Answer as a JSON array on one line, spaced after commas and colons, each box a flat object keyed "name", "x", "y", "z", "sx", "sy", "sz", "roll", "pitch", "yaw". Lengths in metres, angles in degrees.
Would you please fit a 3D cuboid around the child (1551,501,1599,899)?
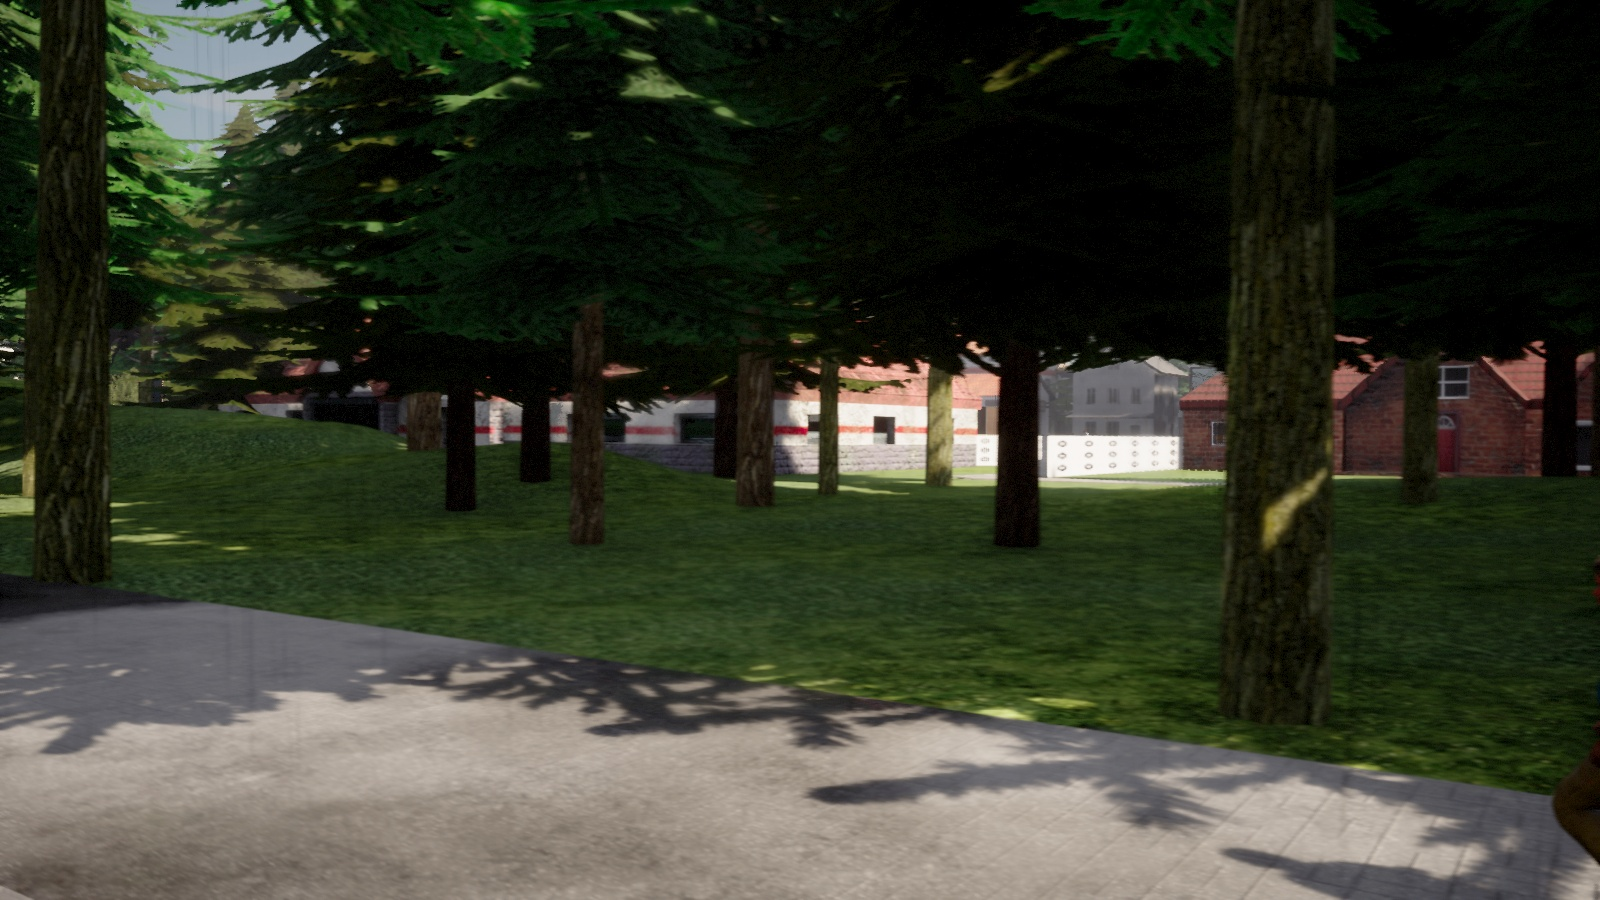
[{"name": "child", "x": 2.397, "y": 0.752, "z": 3.475, "sx": 0.343, "sy": 1.192, "sz": 0.448, "roll": -1, "pitch": 1, "yaw": -35}]
